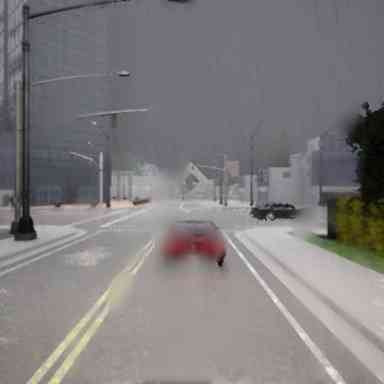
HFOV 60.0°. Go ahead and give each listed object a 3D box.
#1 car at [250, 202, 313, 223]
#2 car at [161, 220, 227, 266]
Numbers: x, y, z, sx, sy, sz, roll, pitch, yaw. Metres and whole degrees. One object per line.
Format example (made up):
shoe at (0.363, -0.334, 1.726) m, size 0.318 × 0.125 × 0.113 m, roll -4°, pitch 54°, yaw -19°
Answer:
car at (7.031, 1.553, 26.114) m, size 4.892 × 1.490 × 1.837 m, roll 0°, pitch -3°, yaw -12°
car at (0.071, 1.622, 11.663) m, size 1.895 × 1.301 × 4.718 m, roll 0°, pitch 0°, yaw 0°
